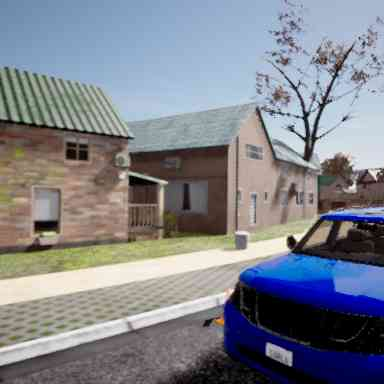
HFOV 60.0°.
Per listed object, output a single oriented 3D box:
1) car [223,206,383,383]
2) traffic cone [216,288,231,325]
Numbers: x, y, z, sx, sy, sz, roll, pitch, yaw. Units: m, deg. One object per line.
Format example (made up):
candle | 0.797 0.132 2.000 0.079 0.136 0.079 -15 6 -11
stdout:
car | 2.955 1.279 5.096 5.566 2.045 2.150 1 0 -41
traffic cone | 0.653 2.005 5.883 0.340 0.580 0.340 1 -1 -39
